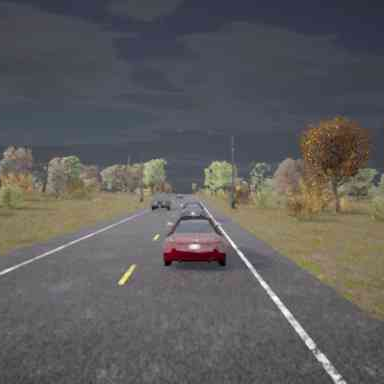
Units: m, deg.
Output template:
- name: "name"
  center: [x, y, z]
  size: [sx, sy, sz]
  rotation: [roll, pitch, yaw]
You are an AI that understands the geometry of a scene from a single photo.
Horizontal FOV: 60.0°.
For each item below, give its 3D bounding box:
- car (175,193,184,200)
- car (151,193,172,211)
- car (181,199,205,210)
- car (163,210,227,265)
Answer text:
- name: "car"
  center: [-3.457, 1.181, 90.114]
  size: [2.097, 1.767, 4.553]
  rotation: [0, 0, 0]
- name: "car"
  center: [-3.596, 1.189, 39.843]
  size: [2.150, 2.045, 5.566]
  rotation: [0, 0, 0]
- name: "car"
  center: [0.085, 1.538, 26.695]
  size: [1.994, 1.385, 4.181]
  rotation: [0, 0, 0]
- name: "car"
  center: [0.085, 1.552, 11.651]
  size: [1.994, 1.385, 4.181]
  rotation: [0, 0, 0]
